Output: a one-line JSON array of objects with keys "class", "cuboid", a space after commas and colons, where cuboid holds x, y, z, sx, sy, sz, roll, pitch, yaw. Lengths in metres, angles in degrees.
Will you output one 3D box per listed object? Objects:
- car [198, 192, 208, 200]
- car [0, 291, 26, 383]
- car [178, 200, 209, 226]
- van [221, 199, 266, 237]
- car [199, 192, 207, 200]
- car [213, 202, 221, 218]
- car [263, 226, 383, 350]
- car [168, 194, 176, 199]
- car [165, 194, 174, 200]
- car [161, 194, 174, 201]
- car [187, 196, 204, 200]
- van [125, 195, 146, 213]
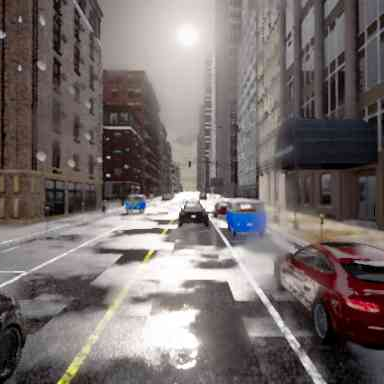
[{"class": "car", "cuboid": [2.714, 0.964, 83.571, 2.192, 1.841, 5.009, 1, 0, 0]}, {"class": "car", "cuboid": [-3.099, 1.553, 2.524, 1.994, 1.385, 4.181, 0, 0, 0]}, {"class": "car", "cuboid": [0.102, 1.470, 22.562, 1.994, 1.385, 4.181, 0, 0, 0]}, {"class": "van", "cuboid": [2.707, 1.269, 17.359, 1.690, 1.788, 3.998, 1, 0, 0]}, {"class": "car", "cuboid": [2.709, 1.255, 77.918, 1.802, 1.307, 4.206, 1, 0, 0]}, {"class": "car", "cuboid": [2.704, 1.463, 28.661, 1.802, 1.307, 4.206, 1, 0, 0]}, {"class": "car", "cuboid": [2.702, 1.557, 6.057, 1.802, 1.307, 4.206, 1, 0, 0]}, {"class": "car", "cuboid": [-5.670, 1.182, 94.880, 1.802, 1.307, 4.206, 1, 0, 0]}, {"class": "car", "cuboid": [-5.670, 1.215, 83.571, 1.947, 1.339, 4.313, 1, 0, 0]}, {"class": "car", "cuboid": [-5.671, 1.248, 72.262, 2.008, 1.369, 4.403, 1, 0, 0]}, {"class": "car", "cuboid": [0.101, 1.443, 37.942, 1.895, 1.301, 4.718, 0, 0, 0]}, {"class": "van", "cuboid": [-5.758, 1.199, 34.345, 1.690, 1.788, 3.998, 1, 0, 0]}]
